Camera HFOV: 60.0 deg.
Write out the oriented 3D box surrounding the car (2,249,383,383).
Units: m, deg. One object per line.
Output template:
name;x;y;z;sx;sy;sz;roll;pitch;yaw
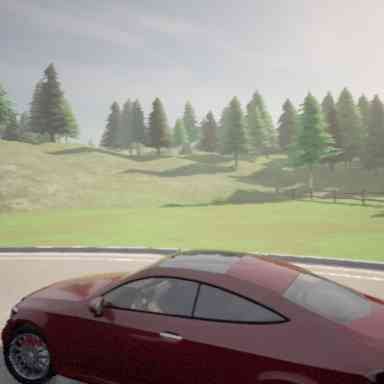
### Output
car;-0.046;1.419;3.814;4.674;1.442;1.812;0;1;26
